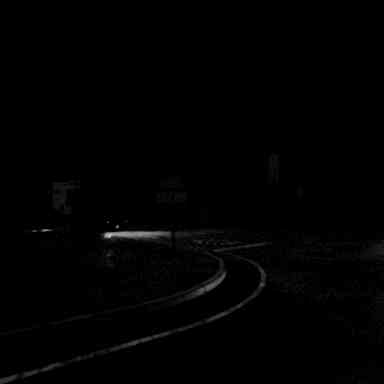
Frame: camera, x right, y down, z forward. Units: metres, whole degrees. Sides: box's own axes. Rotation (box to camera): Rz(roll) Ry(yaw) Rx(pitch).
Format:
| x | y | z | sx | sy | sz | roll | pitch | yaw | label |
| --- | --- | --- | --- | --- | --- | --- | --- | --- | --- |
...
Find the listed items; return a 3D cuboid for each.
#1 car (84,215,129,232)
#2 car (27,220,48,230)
| x | y | z | sx | sy | sz | roll | pitch | yaw | label |
| --- | --- | --- | --- | --- | --- | --- | --- | --- | --- |
| -6.744 | 2.410 | 26.014 | 1.895 | 1.301 | 4.718 | 0 | -5 | -37 | car |
| -21.081 | 4.539 | 45.350 | 1.895 | 1.301 | 4.718 | 0 | -5 | -37 | car |
